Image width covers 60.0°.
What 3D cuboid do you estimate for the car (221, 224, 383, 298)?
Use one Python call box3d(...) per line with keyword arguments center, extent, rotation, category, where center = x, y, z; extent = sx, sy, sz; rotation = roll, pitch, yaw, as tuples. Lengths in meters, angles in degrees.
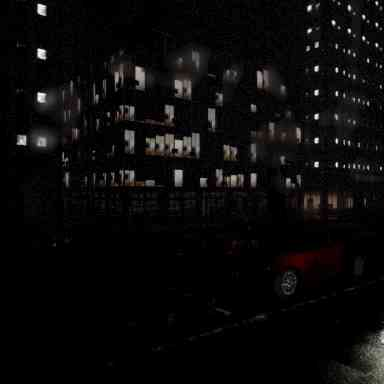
box3d(center=(2.760, 1.545, 8.516), extent=(4.507, 1.381, 1.887), rotation=(0, 0, -35), category="car")
